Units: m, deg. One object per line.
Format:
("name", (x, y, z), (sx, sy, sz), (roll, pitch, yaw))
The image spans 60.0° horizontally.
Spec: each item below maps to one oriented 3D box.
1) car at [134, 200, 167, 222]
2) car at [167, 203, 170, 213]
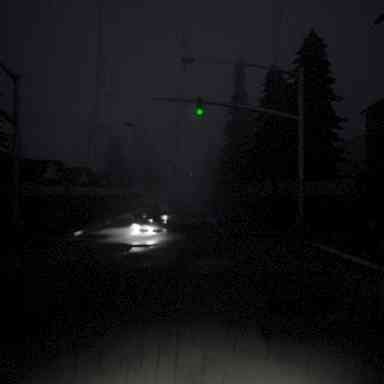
("car", (-3.595, 1.595, 27.635), (2.128, 1.511, 4.902), (0, 0, 0))
("car", (-3.573, 1.664, 37.515), (1.812, 1.442, 4.674), (0, 0, 0))
